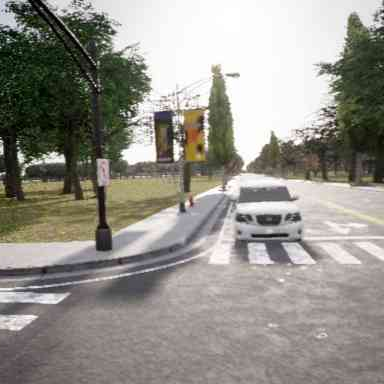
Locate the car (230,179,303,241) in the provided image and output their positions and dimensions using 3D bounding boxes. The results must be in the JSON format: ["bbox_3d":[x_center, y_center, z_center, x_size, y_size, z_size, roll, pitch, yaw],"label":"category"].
[{"bbox_3d":[2.731,0.613,12.744,2.150,2.045,5.566,-2,4,9],"label":"car"}]

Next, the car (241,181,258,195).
[{"bbox_3d":[6.746,-0.532,39.309,1.812,1.442,4.674,-2,3,9],"label":"car"}]
